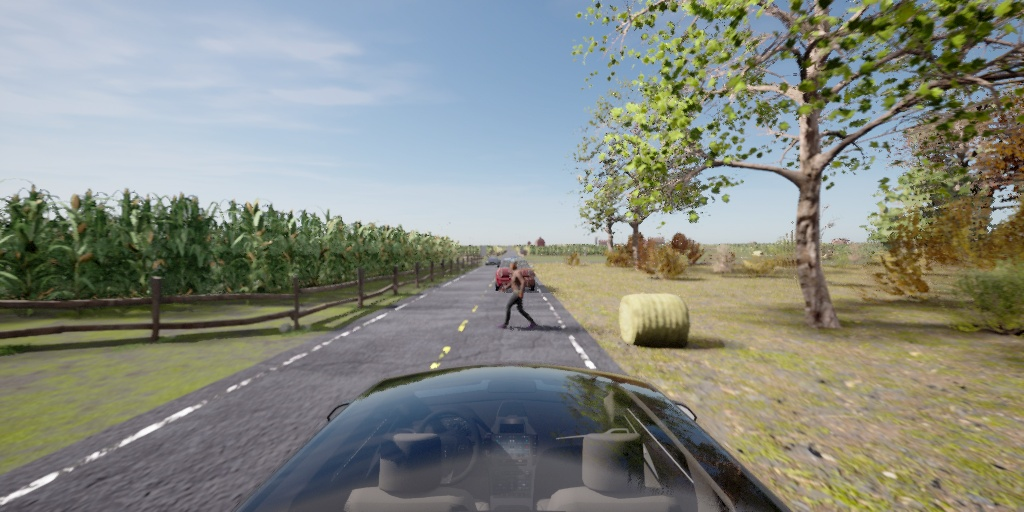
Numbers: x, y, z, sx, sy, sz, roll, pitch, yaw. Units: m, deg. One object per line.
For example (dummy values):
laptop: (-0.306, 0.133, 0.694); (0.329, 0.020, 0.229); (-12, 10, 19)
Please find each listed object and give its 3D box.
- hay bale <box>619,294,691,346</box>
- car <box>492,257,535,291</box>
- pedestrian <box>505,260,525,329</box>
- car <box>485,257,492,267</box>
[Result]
hay bale: (3.147, 1.339, 8.074); (1.220, 1.180, 1.240); (0, 0, 0)
car: (0.170, 0.904, 20.230); (2.097, 1.767, 4.553); (0, 1, 0)
pedestrian: (0.084, 0.966, 9.190); (0.375, 1.860, 0.375); (0, 1, 0)
car: (-2.642, 0.768, 49.995); (1.994, 1.385, 4.181); (0, 1, 1)
